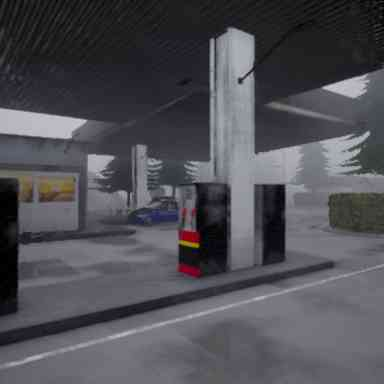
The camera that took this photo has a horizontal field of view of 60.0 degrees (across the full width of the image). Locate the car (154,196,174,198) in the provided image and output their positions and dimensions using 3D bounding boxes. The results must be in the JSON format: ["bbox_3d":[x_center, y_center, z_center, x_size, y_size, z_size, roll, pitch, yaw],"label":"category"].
[{"bbox_3d":[-2.009,1.326,30.590,3.866,1.878,1.905,0,0,-36],"label":"car"}]

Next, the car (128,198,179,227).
[{"bbox_3d":[-2.208,1.490,23.460,4.611,1.667,2.242,0,0,-36],"label":"car"}]
